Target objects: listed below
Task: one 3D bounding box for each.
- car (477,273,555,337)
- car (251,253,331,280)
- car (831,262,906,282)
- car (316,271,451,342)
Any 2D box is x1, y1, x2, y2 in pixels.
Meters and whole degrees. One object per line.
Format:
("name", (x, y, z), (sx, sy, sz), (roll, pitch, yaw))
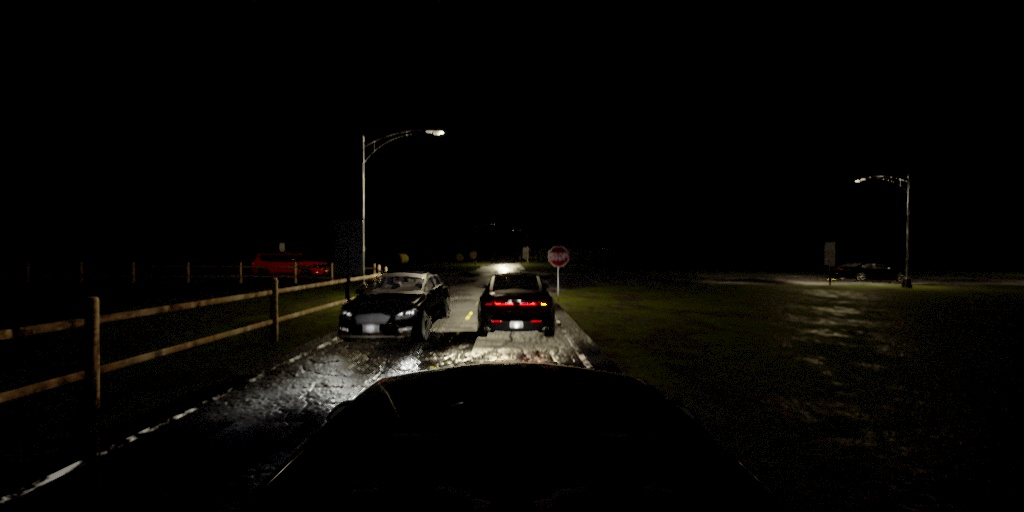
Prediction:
("car", (0.091, 1.208, 10.086), (1.837, 1.490, 4.892), (0, 0, 0))
("car", (-17.426, 0.786, 28.344), (5.566, 2.045, 2.150), (0, 1, 0))
("car", (28.126, 1.228, 28.303), (5.008, 1.535, 1.882), (0, 1, 0))
("car", (-2.875, 1.196, 9.718), (2.128, 1.511, 4.902), (0, 0, 0))
